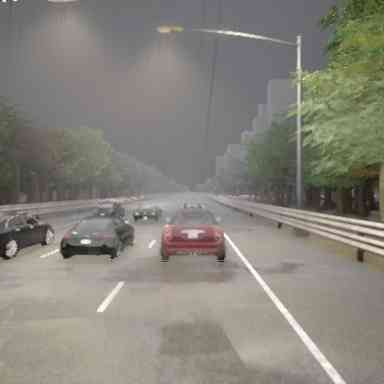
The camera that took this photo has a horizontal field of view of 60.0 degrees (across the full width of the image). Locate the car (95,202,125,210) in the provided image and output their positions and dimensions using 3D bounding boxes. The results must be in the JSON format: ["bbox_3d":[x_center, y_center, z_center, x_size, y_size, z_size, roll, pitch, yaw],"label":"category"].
[{"bbox_3d":[-6.948,1.581,28.237,1.812,1.442,4.674,0,0,0],"label":"car"}]

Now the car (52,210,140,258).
[{"bbox_3d":[-3.448,1.595,12.857,1.994,1.385,4.181,0,0,0],"label":"car"}]

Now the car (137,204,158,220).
[{"bbox_3d":[-3.457,1.655,26.942,1.895,1.301,4.718,0,0,0],"label":"car"}]

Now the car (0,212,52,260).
[{"bbox_3d":[-6.951,1.536,12.587,1.837,1.490,4.892,0,0,0],"label":"car"}]

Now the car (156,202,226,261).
[{"bbox_3d":[0.047,1.381,12.477,2.097,1.767,4.553,0,0,0],"label":"car"}]

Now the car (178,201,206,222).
[{"bbox_3d":[0.048,1.547,27.551,2.128,1.511,4.902,0,0,1],"label":"car"}]
